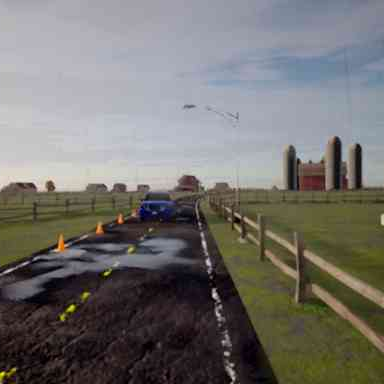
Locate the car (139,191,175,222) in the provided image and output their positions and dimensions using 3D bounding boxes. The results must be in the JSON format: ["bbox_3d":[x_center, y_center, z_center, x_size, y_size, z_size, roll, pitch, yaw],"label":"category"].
[{"bbox_3d":[-2.444,0.980,24.446,2.150,2.045,5.566,0,1,0],"label":"car"}]

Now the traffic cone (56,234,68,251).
[{"bbox_3d":[-4.722,1.834,12.050,0.340,0.580,0.340,0,1,0],"label":"traffic cone"}]

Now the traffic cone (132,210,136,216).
[{"bbox_3d":[-4.718,1.688,27.051,0.340,0.580,0.340,0,1,0],"label":"traffic cone"}]

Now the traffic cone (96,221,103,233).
[{"bbox_3d":[-4.720,1.785,17.050,0.340,0.580,0.340,0,1,0],"label":"traffic cone"}]
